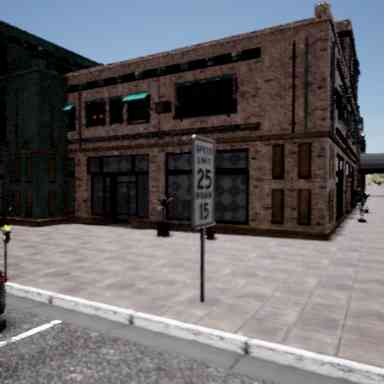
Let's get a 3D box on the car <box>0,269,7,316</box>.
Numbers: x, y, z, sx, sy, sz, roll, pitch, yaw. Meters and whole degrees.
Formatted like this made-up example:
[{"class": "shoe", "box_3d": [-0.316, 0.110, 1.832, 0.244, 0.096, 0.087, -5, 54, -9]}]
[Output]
[{"class": "car", "box_3d": [-4.996, 1.507, 5.677, 4.313, 1.339, 1.947, 0, 1, 30]}]
